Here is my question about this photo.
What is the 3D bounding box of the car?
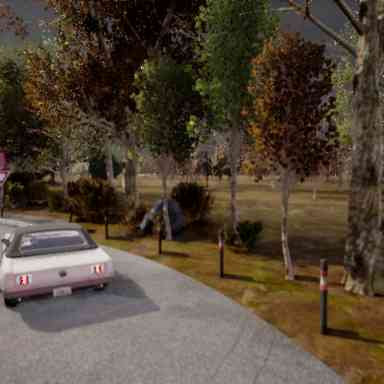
[{"bbox_3d":[-3.361,1.394,7.804,1.895,1.301,4.718,-2,3,-29],"label":"car"}]
